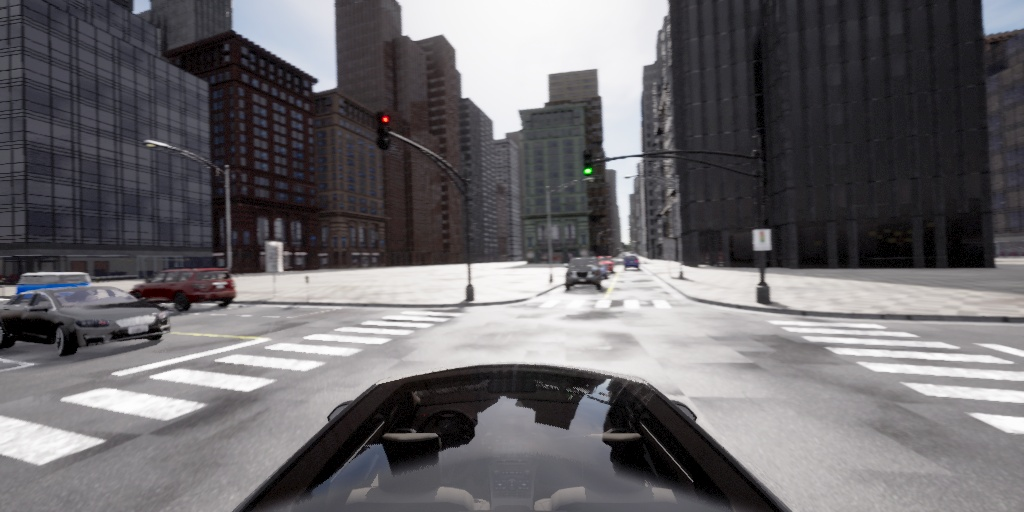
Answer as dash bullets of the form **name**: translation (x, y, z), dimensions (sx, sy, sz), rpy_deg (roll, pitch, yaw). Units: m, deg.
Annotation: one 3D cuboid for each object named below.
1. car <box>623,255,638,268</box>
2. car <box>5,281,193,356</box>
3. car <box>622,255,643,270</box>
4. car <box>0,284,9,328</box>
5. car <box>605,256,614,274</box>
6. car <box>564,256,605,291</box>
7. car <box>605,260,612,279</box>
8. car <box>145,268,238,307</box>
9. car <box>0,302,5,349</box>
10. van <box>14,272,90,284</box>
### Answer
- **car**: translation (19.886, 0.931, 60.370), dimensions (2.150, 2.045, 5.566), rpy_deg (-2, -1, 18)
- **car**: translation (-11.304, 1.556, 9.398), dimensions (4.902, 1.511, 2.128), rpy_deg (-1, 0, 18)
- **car**: translation (16.696, 0.921, 50.140), dimensions (2.150, 2.045, 5.566), rpy_deg (-2, -1, 18)
- **car**: translation (-20.265, 1.779, 12.282), dimensions (4.902, 1.511, 2.128), rpy_deg (-1, 0, 18)
- **car**: translation (11.085, 1.041, 43.057), dimensions (2.150, 2.045, 5.566), rpy_deg (-2, -1, 18)
- **car**: translation (4.685, 1.046, 23.240), dimensions (2.150, 2.045, 5.566), rpy_deg (-2, -1, 14)
- **car**: translation (7.845, 1.347, 32.932), dimensions (1.812, 1.442, 4.674), rpy_deg (-2, -1, 18)
- **car**: translation (-15.295, 1.516, 16.746), dimensions (5.009, 1.841, 2.192), rpy_deg (0, 0, 18)
- **car**: translation (-12.709, 1.631, 6.965), dimensions (4.403, 1.370, 2.007), rpy_deg (0, 0, 18)
- **van**: translation (-25.691, 1.806, 20.078), dimensions (3.998, 1.789, 1.690), rpy_deg (0, 0, 18)
